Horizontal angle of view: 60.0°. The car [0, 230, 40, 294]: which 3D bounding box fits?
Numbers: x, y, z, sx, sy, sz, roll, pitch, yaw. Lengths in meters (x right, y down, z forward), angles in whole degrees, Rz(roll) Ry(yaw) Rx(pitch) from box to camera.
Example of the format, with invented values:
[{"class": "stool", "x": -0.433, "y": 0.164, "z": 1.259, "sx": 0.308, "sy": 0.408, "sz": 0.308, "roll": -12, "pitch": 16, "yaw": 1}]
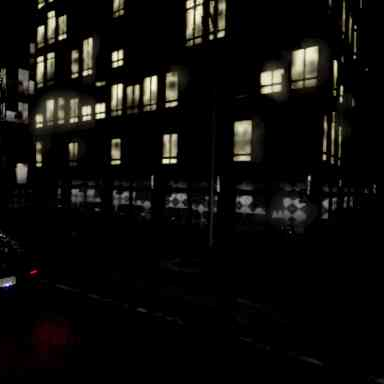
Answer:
[{"class": "car", "x": -5.232, "y": 1.452, "z": 7.417, "sx": 4.674, "sy": 1.442, "sz": 1.812, "roll": 1, "pitch": 0, "yaw": 36}]
